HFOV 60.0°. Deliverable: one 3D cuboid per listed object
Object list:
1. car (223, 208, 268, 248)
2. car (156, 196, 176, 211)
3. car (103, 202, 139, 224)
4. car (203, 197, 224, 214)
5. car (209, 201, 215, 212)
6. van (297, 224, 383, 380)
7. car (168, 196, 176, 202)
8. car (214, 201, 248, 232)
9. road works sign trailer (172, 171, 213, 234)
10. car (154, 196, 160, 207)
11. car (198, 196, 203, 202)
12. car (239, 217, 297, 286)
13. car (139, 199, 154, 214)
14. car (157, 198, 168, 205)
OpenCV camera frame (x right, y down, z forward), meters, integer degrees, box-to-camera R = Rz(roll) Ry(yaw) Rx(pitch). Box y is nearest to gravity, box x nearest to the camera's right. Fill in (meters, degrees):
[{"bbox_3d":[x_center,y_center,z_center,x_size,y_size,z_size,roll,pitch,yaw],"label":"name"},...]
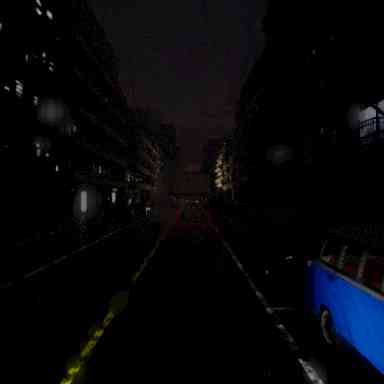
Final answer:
[{"bbox_3d":[2.688,1.619,14.991,1.887,1.381,4.507,0,0,0],"label":"car"},{"bbox_3d":[-3.099,1.698,43.686,2.128,1.511,4.902,0,0,0],"label":"car"},{"bbox_3d":[-5.695,1.693,26.265,1.947,1.339,4.313,0,0,0],"label":"car"},{"bbox_3d":[2.685,1.495,37.538,2.192,1.841,5.009,0,0,0],"label":"car"},{"bbox_3d":[2.686,1.678,26.263,2.008,1.369,4.403,0,0,0],"label":"car"},{"bbox_3d":[2.691,1.360,3.720,1.690,1.788,3.998,0,0,0],"label":"van"},{"bbox_3d":[-5.709,1.867,93.902,1.967,1.590,4.097,0,0,0],"label":"car"},{"bbox_3d":[2.687,1.541,20.629,1.967,1.590,4.097,0,0,0],"label":"car"},{"bbox_3d":[0.011,0.561,19.782,2.380,3.560,2.880,0,0,0],"label":"road works sign trailer"},{"bbox_3d":[-5.701,1.695,54.449,1.967,1.590,4.097,0,0,0],"label":"car"},{"bbox_3d":[2.672,1.929,88.434,1.752,1.417,4.829,0,0,0],"label":"car"},{"bbox_3d":[2.689,1.613,9.355,1.947,1.339,4.313,0,0,0],"label":"car"},{"bbox_3d":[-5.697,1.703,37.368,1.752,1.417,4.829,0,0,0],"label":"car"},{"bbox_3d":[-5.704,1.887,65.721,1.802,1.307,4.206,0,0,0],"label":"car"}]
